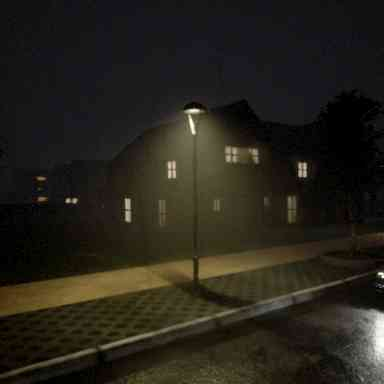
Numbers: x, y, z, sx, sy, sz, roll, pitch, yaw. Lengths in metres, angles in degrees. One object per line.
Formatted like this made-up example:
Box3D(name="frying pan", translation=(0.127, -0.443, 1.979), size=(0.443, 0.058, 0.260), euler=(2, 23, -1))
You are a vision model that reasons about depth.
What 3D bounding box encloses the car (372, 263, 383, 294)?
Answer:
Box3D(name="car", translation=(6.264, 1.562, 7.541), size=(5.357, 1.411, 2.033), euler=(0, 0, -36))
